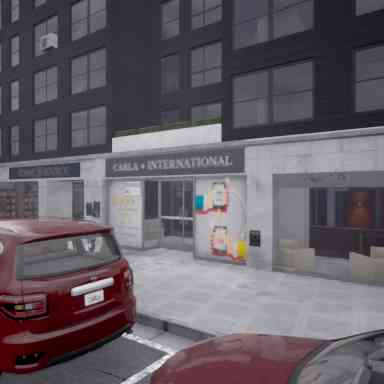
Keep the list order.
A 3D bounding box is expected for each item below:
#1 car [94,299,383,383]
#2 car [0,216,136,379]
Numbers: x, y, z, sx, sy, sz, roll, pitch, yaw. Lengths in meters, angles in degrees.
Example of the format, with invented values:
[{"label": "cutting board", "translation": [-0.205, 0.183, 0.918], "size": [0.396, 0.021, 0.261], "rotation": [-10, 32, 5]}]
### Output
[{"label": "car", "translation": [1.528, 1.582, 1.989], "size": [4.206, 1.307, 1.802], "rotation": [0, 0, 35]}, {"label": "car", "translation": [-3.086, 1.316, 5.269], "size": [5.009, 1.841, 2.192], "rotation": [0, 0, 35]}]
